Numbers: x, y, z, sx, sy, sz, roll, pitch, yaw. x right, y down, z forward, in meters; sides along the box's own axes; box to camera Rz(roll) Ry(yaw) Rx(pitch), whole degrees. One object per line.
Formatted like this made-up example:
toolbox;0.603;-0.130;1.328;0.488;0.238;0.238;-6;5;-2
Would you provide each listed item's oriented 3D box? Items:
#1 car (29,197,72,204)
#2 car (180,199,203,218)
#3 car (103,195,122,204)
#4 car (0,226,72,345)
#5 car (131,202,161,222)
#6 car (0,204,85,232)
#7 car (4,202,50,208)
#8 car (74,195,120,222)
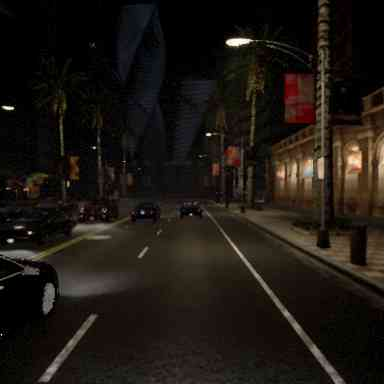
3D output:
car;-10.542;1.417;24.838;2.128;1.511;4.902;0;0;0
car;-0.074;1.533;29.026;1.895;1.301;4.718;0;0;0
car;-14.080;1.319;59.407;2.231;1.521;4.892;0;0;-1
car;-3.411;1.490;4.339;1.837;1.490;4.892;0;0;0
car;-3.459;1.482;25.648;2.033;1.411;5.357;0;0;-1
car;-7.038;1.501;15.555;2.033;1.411;5.357;0;0;0
car;-10.531;1.502;19.878;1.994;1.385;4.181;0;0;0
car;-7.045;1.281;25.685;2.097;1.767;4.553;0;0;0
